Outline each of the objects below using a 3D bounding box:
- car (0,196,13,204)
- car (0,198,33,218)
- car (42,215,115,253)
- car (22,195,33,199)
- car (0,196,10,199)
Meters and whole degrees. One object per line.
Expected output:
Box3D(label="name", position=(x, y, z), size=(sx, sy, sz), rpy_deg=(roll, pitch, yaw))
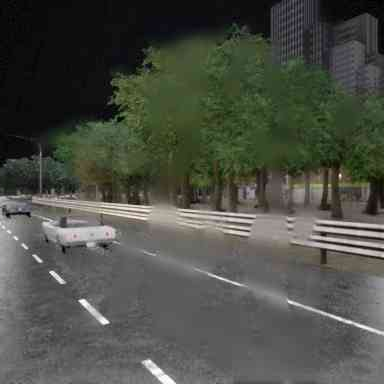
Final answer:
Box3D(label="car", position=(-35.580, 1.521, 63.351), size=(1.812, 1.442, 4.674), rpy_deg=(0, 0, -19))
Box3D(label="car", position=(-16.023, 1.544, 30.331), size=(2.033, 1.411, 5.357), rpy_deg=(0, 0, -34))
Box3D(label="car", position=(-4.911, 1.600, 13.895), size=(1.895, 1.301, 4.718), rpy_deg=(0, 0, -34))
Box3D(label="car", position=(-40.519, 1.508, 82.398), size=(2.128, 1.511, 4.902), rpy_deg=(0, 0, -6))
Box3D(label="car", position=(-25.910, 1.596, 44.982), size=(1.895, 1.301, 4.718), rpy_deg=(0, 0, -34))
